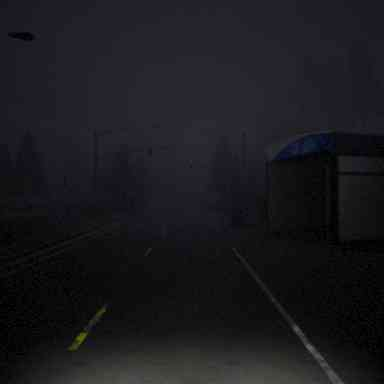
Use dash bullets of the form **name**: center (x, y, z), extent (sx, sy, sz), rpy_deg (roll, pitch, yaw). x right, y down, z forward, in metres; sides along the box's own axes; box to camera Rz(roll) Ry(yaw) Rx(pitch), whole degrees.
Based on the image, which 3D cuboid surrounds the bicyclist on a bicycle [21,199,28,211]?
- **bicyclist on a bicycle**: center (-21.970, 1.710, 43.696), extent (0.582, 1.620, 1.656), rpy_deg (0, 0, -1)
